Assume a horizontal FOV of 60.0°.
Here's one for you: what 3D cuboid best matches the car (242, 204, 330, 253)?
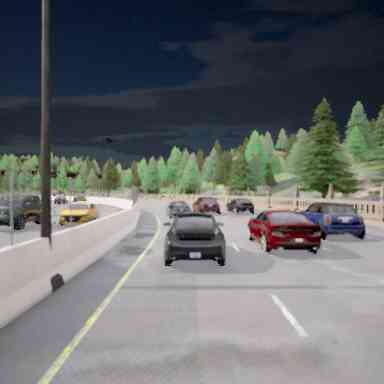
[{"bbox_3d":[3.528,1.458,13.571,1.882,1.535,5.008,0,0,-1],"label":"car"}]

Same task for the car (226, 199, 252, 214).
[{"bbox_3d":[4.866,1.456,34.155,1.837,1.490,4.892,0,0,-11],"label":"car"}]

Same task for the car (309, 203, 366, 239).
[{"bbox_3d":[6.888,1.327,17.243,2.097,1.767,4.553,0,0,-3],"label":"car"}]

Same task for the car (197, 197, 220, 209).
[{"bbox_3d":[1.345,1.303,33.815,2.097,1.767,4.553,0,0,-11],"label":"car"}]

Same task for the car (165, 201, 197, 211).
[{"bbox_3d":[-1.222,1.506,28.817,2.033,1.411,5.357,0,0,-9],"label":"car"}]

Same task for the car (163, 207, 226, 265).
[{"bbox_3d":[0.070,1.488,11.565,1.837,1.490,4.892,0,0,-1],"label":"car"}]
